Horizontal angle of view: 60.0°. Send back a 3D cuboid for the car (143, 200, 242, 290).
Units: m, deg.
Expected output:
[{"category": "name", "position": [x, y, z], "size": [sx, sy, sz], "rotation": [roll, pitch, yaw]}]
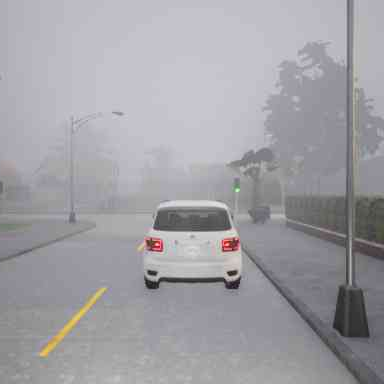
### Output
[{"category": "car", "position": [0.028, 1.222, 9.256], "size": [2.150, 2.045, 5.566], "rotation": [0, 0, 1]}]
